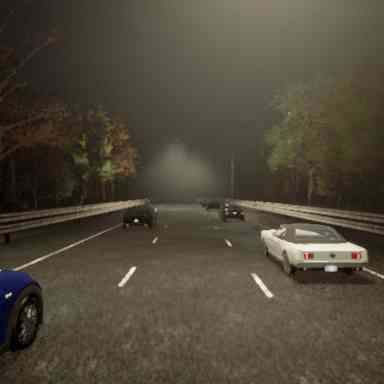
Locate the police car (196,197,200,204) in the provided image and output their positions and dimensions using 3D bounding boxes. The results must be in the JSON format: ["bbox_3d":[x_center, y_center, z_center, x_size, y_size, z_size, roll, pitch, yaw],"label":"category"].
[{"bbox_3d":[2.524,1.967,69.948,1.930,1.638,5.238,0,0,-2],"label":"police car"}]

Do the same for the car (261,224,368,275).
[{"bbox_3d":[3.568,1.689,10.762,1.895,1.301,4.718,0,0,0],"label":"car"}]

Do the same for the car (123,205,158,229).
[{"bbox_3d":[-3.523,1.667,23.366,1.882,1.535,5.008,0,0,-1],"label":"car"}]

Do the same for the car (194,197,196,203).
[{"bbox_3d":[2.202,2.113,80.870,2.128,1.511,4.902,0,0,-2],"label":"car"}]

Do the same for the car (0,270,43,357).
[{"bbox_3d":[-3.411,1.382,3.450,2.097,1.767,4.553,0,0,0],"label":"car"}]

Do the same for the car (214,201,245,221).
[{"bbox_3d":[3.416,1.784,29.401,2.033,1.411,5.357,0,0,-1],"label":"car"}]

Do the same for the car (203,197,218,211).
[{"bbox_3d":[3.039,1.855,47.770,1.882,1.535,5.008,0,0,-1],"label":"car"}]

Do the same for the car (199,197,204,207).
[{"bbox_3d":[2.806,2.022,58.803,1.994,1.385,4.181,0,0,-1],"label":"car"}]
